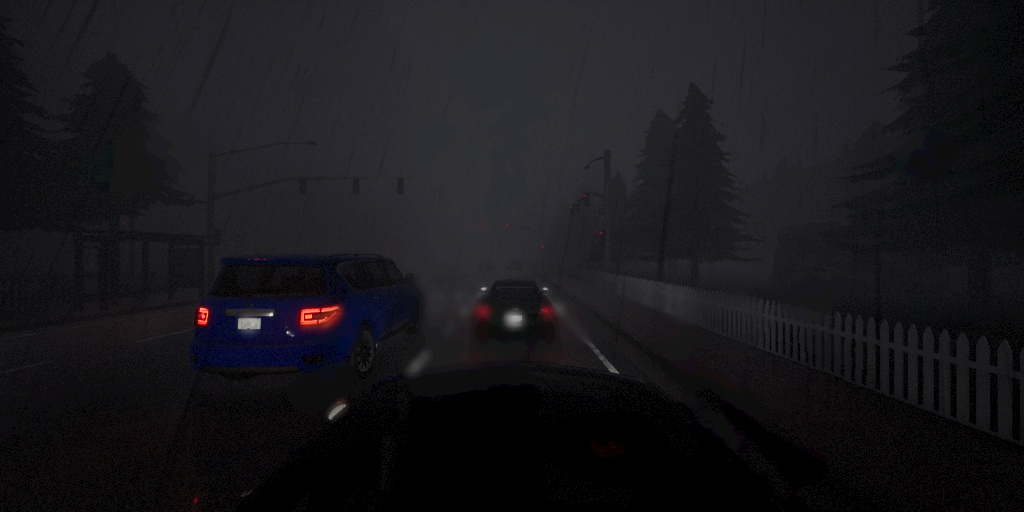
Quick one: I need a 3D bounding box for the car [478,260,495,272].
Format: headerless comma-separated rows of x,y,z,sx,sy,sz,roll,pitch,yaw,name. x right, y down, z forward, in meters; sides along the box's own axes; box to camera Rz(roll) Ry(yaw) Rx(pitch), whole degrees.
-3.218,1.242,45.619,2.128,1.511,4.902,0,0,1,car

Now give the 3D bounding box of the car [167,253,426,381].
-3.403,0.972,7.356,2.150,2.045,5.566,0,0,0,car

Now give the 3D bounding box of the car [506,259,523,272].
0.285,1.102,45.654,2.097,1.767,4.553,0,0,0,car

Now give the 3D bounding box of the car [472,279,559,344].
0.090,1.314,9.635,1.994,1.385,4.181,0,0,1,car
